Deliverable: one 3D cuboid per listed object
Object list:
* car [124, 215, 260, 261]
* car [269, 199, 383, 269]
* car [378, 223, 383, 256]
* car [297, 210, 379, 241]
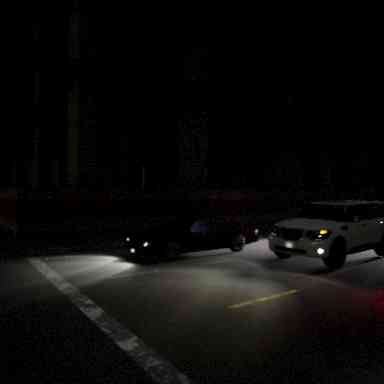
[{"bbox_3d":[0.202,1.594,12.671,5.357,1.411,2.033,1,0,-35],"label":"car"},{"bbox_3d":[5.186,1.300,11.908,5.566,2.045,2.150,1,0,-37],"label":"car"},{"bbox_3d":[7.108,1.583,8.734,4.892,1.490,1.837,1,0,-35],"label":"car"},{"bbox_3d":[8.046,1.726,18.185,4.718,1.301,1.895,1,0,-35],"label":"car"}]
